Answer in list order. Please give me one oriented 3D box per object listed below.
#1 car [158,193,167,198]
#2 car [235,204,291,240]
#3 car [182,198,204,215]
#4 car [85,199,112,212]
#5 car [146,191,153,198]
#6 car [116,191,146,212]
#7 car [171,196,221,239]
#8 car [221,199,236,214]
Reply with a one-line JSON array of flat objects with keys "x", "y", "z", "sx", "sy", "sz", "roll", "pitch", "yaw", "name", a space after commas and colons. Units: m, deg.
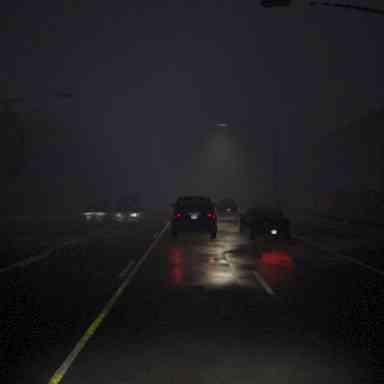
[{"x": -7.015, "y": 1.035, "z": 78.627, "sx": 1.837, "sy": 1.490, "sz": 4.892, "roll": 0, "pitch": 0, "yaw": 0, "name": "car"}, {"x": 3.597, "y": 1.488, "z": 16.994, "sx": 1.837, "sy": 1.490, "sz": 4.892, "roll": 0, "pitch": 0, "yaw": 0, "name": "car"}, {"x": 0.094, "y": 1.456, "z": 34.858, "sx": 2.128, "sy": 1.511, "sz": 4.902, "roll": 0, "pitch": 0, "yaw": 0, "name": "car"}, {"x": -10.604, "y": 1.508, "z": 38.160, "sx": 2.033, "sy": 1.411, "sz": 5.357, "roll": 0, "pitch": 0, "yaw": 0, "name": "car"}, {"x": -10.515, "y": 0.760, "z": 78.597, "sx": 2.150, "sy": 2.045, "sz": 5.566, "roll": 0, "pitch": 0, "yaw": 0, "name": "car"}, {"x": -7.101, "y": 1.182, "z": 38.141, "sx": 2.150, "sy": 2.045, "sz": 5.566, "roll": 0, "pitch": 0, "yaw": 0, "name": "car"}, {"x": 0.096, "y": 1.204, "z": 17.490, "sx": 2.150, "sy": 2.045, "sz": 5.566, "roll": 0, "pitch": 0, "yaw": 0, "name": "car"}, {"x": 3.593, "y": 1.469, "z": 34.917, "sx": 1.837, "sy": 1.490, "sz": 4.892, "roll": 0, "pitch": 0, "yaw": 0, "name": "car"}]
